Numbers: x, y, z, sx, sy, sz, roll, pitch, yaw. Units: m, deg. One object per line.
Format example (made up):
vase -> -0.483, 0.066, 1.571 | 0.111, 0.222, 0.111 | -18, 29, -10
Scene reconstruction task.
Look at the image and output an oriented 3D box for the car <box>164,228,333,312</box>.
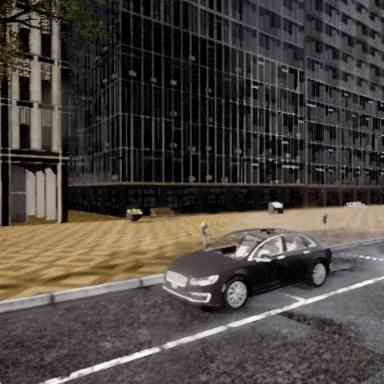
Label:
car -> 1.450, 1.538, 7.602 | 4.403, 1.369, 2.008 | 0, 0, -36
